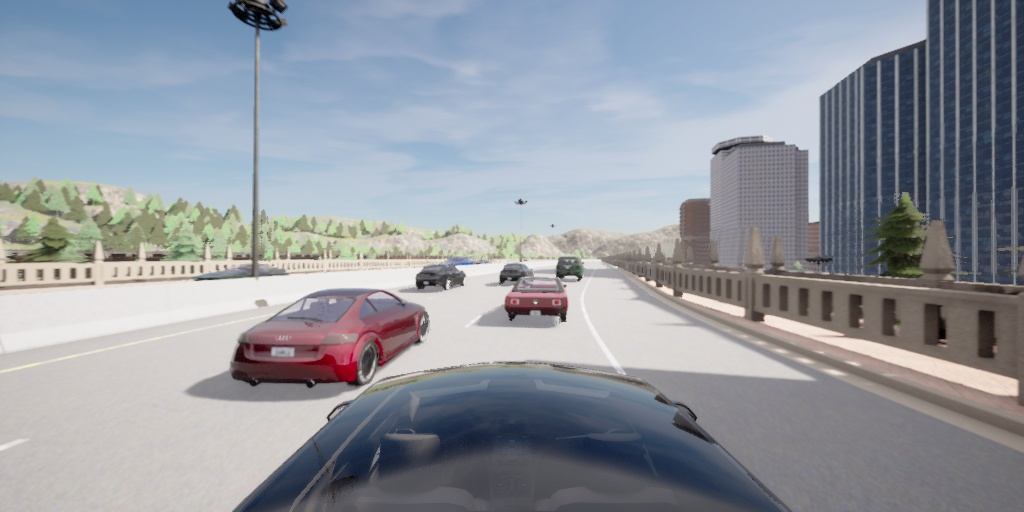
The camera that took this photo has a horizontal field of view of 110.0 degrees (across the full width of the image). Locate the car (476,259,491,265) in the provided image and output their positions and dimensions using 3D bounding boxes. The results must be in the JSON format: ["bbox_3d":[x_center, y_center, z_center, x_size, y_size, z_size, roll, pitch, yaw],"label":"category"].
[{"bbox_3d":[-5.233,1.347,62.987,2.097,1.767,4.553,0,0,14],"label":"car"}]

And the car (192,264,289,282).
[{"bbox_3d":[-15.549,1.314,20.795,1.895,1.301,4.718,0,0,11],"label":"car"}]

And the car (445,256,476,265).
[{"bbox_3d":[-6.622,1.056,42.991,2.150,2.045,5.566,0,-1,14],"label":"car"}]

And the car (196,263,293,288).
[{"bbox_3d":[-18.284,1.262,24.915,2.033,1.411,5.357,0,0,13],"label":"car"}]

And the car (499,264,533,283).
[{"bbox_3d":[0.380,1.304,26.829,1.837,1.490,4.892,0,0,13],"label":"car"}]

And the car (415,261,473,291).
[{"bbox_3d":[-4.269,1.269,22.285,1.837,1.490,4.892,0,0,12],"label":"car"}]

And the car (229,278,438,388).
[{"bbox_3d":[-3.057,1.304,6.980,1.994,1.385,4.181,0,0,4],"label":"car"}]

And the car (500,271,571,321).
[{"bbox_3d":[0.976,1.366,12.547,1.895,1.301,4.718,0,0,8],"label":"car"}]

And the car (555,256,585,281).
[{"bbox_3d":[5.111,1.057,31.527,2.150,2.045,5.566,0,0,14],"label":"car"}]
